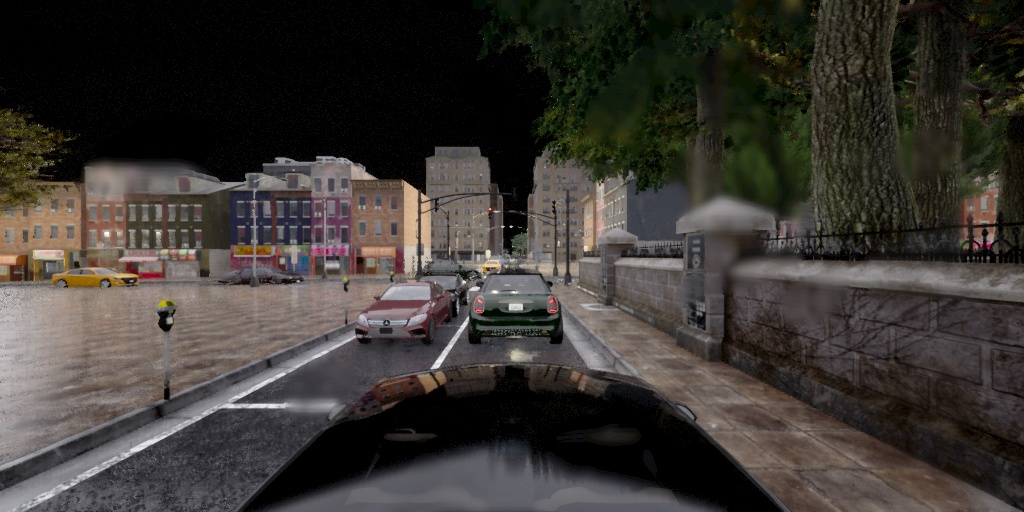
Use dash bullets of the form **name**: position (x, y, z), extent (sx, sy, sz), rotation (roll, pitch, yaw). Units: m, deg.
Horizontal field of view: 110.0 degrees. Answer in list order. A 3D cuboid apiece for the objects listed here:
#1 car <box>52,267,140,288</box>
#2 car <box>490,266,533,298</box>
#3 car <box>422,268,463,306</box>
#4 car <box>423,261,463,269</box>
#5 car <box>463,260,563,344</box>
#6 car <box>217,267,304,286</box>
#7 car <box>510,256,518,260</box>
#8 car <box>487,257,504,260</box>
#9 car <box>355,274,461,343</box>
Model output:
- **car**: position (-30.212, 1.582, 26.123), extent (5.008, 1.535, 1.882), rotation (-1, 0, 0)
- **car**: position (-0.147, 1.313, 19.171), extent (1.994, 1.385, 4.181), rotation (0, 0, -5)
- **car**: position (-2.640, 1.315, 13.274), extent (1.948, 1.339, 4.313), rotation (0, 0, 0)
- **car**: position (-4.657, 1.137, 27.703), extent (4.553, 1.767, 2.097), rotation (-1, 0, -21)
- **car**: position (0.072, 1.101, 9.727), extent (2.097, 1.767, 4.553), rotation (0, 0, 0)
- **car**: position (-18.261, 1.481, 26.158), extent (5.357, 1.411, 2.033), rotation (-1, 0, 0)
- **car**: position (0.275, 1.225, 65.488), extent (2.128, 1.511, 4.902), rotation (0, 0, 0)
- **car**: position (-2.283, 1.218, 41.541), extent (1.882, 1.535, 5.008), rotation (0, 0, 1)
- **car**: position (-2.639, 1.331, 9.611), extent (1.802, 1.307, 4.207), rotation (0, 0, 0)
